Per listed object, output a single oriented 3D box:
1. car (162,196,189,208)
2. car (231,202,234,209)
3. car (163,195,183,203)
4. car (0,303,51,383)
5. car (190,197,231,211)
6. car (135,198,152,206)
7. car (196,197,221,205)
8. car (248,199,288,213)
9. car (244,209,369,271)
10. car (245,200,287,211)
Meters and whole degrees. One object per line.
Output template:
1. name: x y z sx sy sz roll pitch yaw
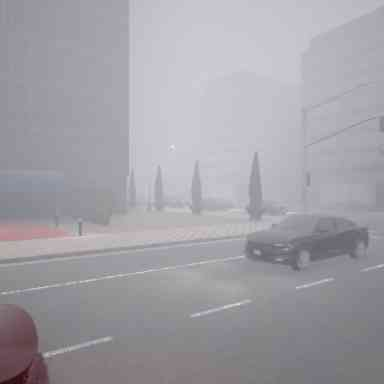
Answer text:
1. car: -3.005 1.352 48.426 2.097 1.767 4.553 0 0 -35
2. car: 3.752 1.564 44.849 1.994 1.385 4.181 0 0 -35
3. car: -4.009 1.478 68.544 1.882 1.535 5.008 0 0 -35
4. car: -3.389 1.477 1.575 5.008 1.535 1.882 0 0 -35
5. car: 2.166 1.505 41.004 1.837 1.490 4.892 0 0 -35
6. car: -8.576 1.601 56.463 1.895 1.301 4.718 0 0 -34
7. car: 2.932 1.600 58.601 1.895 1.301 4.718 0 0 -35
8. car: 8.561 1.564 37.958 1.994 1.385 4.181 0 0 -35
9. car: 3.925 1.477 11.089 5.008 1.535 1.882 0 0 -35
10. car: 7.415 1.526 33.484 1.812 1.442 4.674 0 0 -38
